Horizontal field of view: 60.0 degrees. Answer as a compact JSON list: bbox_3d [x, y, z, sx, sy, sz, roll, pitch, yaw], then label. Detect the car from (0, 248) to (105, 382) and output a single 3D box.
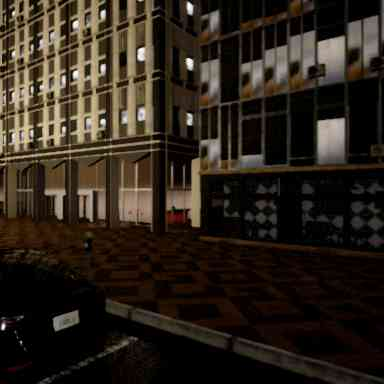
[{"bbox_3d":[-3.174,1.547,5.145,4.313,1.339,1.947,0,0,36],"label":"car"}]
